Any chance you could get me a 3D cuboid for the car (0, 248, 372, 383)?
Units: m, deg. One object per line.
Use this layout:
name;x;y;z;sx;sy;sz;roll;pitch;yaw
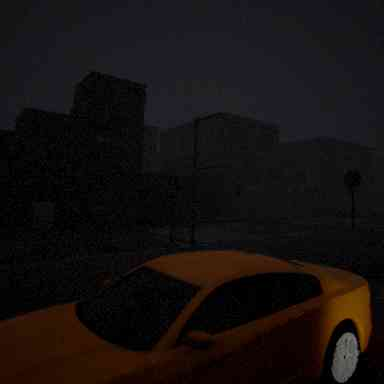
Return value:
car;0.057;1.478;3.745;5.008;1.535;1.882;0;0;-36
